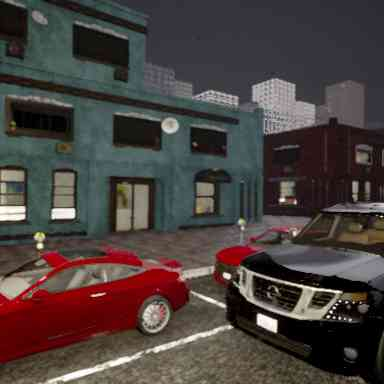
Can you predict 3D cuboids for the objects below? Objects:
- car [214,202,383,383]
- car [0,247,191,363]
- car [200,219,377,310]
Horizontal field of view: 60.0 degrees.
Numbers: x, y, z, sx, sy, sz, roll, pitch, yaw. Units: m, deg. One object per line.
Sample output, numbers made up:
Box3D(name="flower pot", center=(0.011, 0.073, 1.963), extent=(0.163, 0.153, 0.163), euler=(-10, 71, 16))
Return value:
Box3D(name="car", center=(3.150, 1.220, 5.612), extent=(5.566, 2.045, 2.150), euler=(0, 0, -36))
Box3D(name="car", center=(-1.963, 1.582, 5.146), extent=(4.206, 1.307, 1.802), euler=(0, 1, -35))
Box3D(name="car", center=(2.581, 1.543, 8.387), extent=(4.507, 1.381, 1.887), euler=(0, 1, -35))
